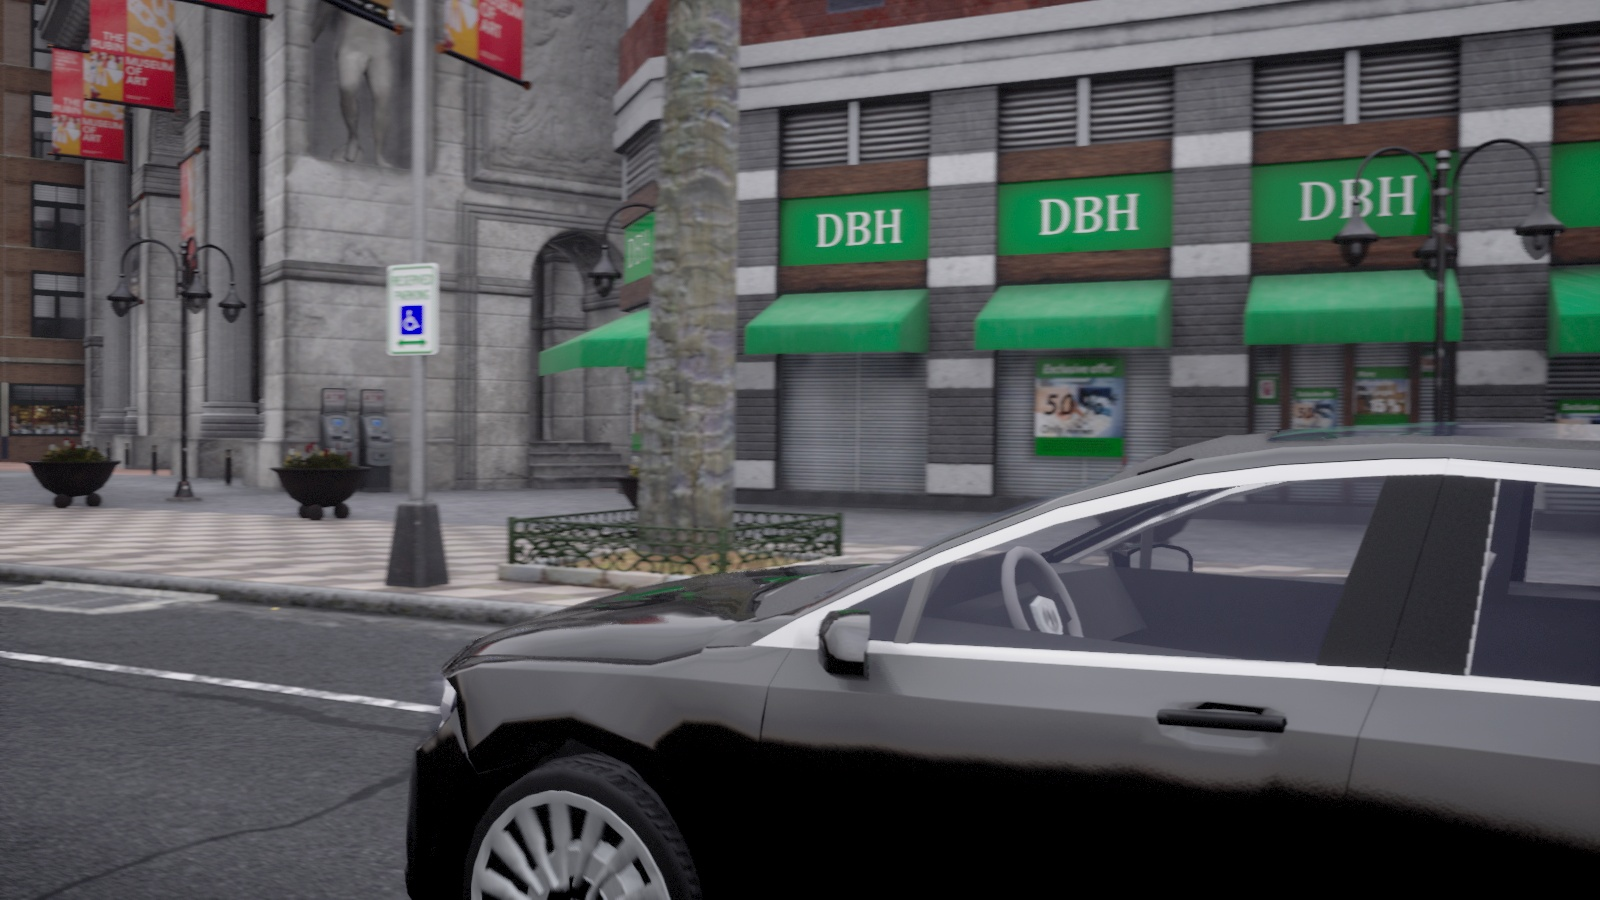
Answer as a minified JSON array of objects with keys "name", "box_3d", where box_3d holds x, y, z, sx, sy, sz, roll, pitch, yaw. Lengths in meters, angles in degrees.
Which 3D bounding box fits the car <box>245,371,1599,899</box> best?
[{"name":"car","box_3d":[1.218,0.635,2.797,4.902,1.511,2.128,0,1,33]}]
